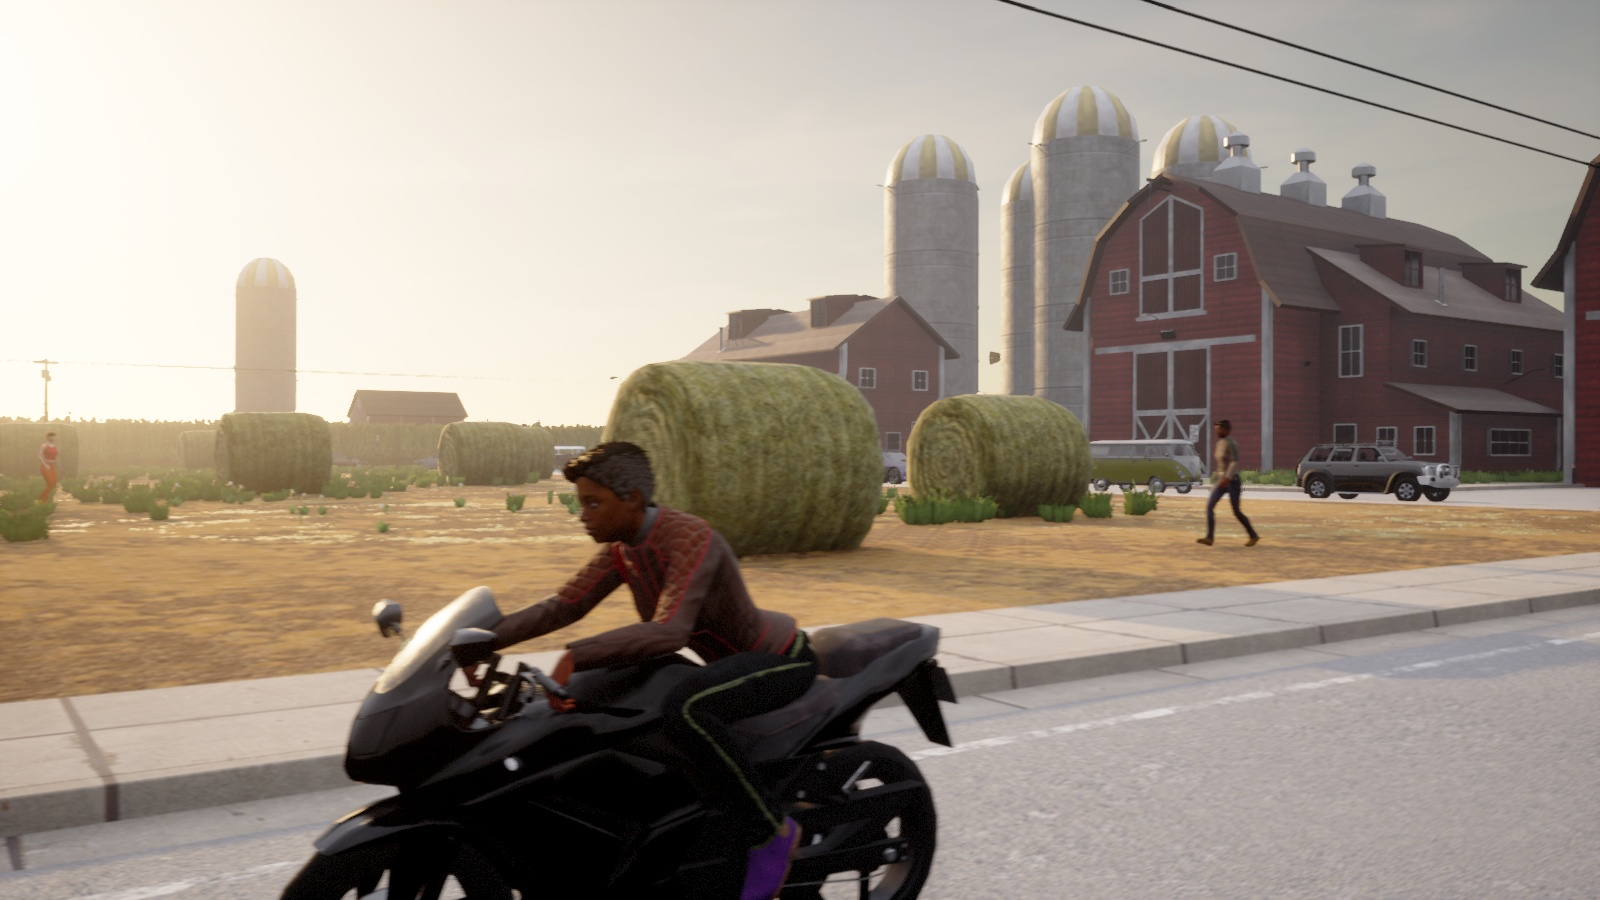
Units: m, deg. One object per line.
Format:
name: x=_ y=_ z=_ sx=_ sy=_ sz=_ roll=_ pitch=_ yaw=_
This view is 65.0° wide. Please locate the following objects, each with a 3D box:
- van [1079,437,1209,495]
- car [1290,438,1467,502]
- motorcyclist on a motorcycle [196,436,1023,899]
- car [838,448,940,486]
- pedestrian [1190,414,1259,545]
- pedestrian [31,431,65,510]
van: x=12.501 y=0.557 z=45.868 sx=1.775 sy=1.987 sz=4.442 roll=0 pitch=0 yaw=-36
car: x=17.717 y=0.589 z=38.663 sx=1.932 sy=1.855 sz=4.605 roll=0 pitch=0 yaw=-36
motorcyclist on a motorcycle: x=-0.426 y=0.736 z=3.362 sx=2.044 sy=1.523 sz=0.797 roll=0 pitch=0 yaw=-35
car: x=4.020 y=0.764 z=57.578 sx=2.033 sy=1.649 sz=4.856 roll=-1 pitch=0 yaw=-36
pedestrian: x=5.931 y=0.403 z=17.558 sx=0.869 sy=1.805 sz=0.328 roll=0 pitch=0 yaw=-13
pedestrian: x=-17.618 y=0.480 z=29.426 sx=0.594 sy=1.836 sz=0.345 roll=0 pitch=0 yaw=8
